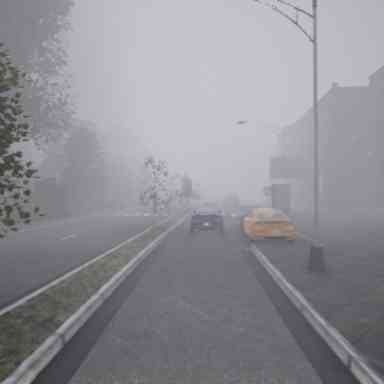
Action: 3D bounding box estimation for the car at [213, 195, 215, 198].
[{"bbox_3d":[7.754,1.607,93.992,2.185,1.767,4.553,0,0,0],"label":"car"}]

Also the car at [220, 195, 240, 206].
[{"bbox_3d":[5.898,1.393,49.520,2.435,2.045,5.566,0,0,4],"label":"car"}]

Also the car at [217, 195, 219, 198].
[{"bbox_3d":[7.532,1.739,77.362,2.163,1.488,4.792,0,0,2],"label":"car"}]

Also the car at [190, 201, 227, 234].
[{"bbox_3d":[0.927,1.545,19.922,1.882,1.535,5.008,0,0,4],"label":"car"}]

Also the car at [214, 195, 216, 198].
[{"bbox_3d":[7.760,1.756,88.492,2.163,1.488,4.792,0,0,1],"label":"car"}]

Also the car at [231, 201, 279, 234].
[{"bbox_3d":[3.980,1.586,21.860,2.163,1.488,4.792,0,0,4],"label":"car"}]

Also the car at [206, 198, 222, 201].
[{"bbox_3d":[2.172,1.734,38.398,1.895,1.301,4.718,0,0,4],"label":"car"}]

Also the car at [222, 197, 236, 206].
[{"bbox_3d":[6.662,1.674,60.551,2.231,1.521,4.892,0,0,4],"label":"car"}]

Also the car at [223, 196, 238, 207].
[{"bbox_3d":[6.277,1.533,54.993,2.185,1.767,4.553,0,0,4],"label":"car"}]
